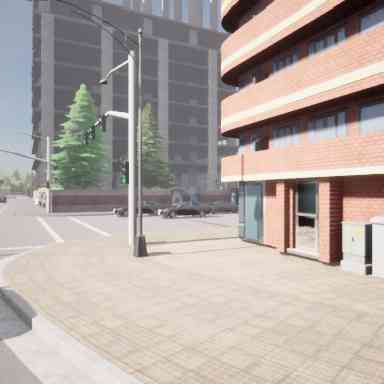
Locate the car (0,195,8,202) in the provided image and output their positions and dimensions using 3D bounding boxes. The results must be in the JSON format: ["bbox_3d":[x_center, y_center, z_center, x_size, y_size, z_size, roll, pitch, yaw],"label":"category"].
[{"bbox_3d":[-42.553,1.487,74.788,1.837,1.490,4.892,0,0,-27],"label":"car"}]

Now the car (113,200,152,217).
[{"bbox_3d":[-4.962,1.543,31.531,4.902,1.511,2.128,0,0,-27],"label":"car"}]

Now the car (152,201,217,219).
[{"bbox_3d":[-0.654,1.543,29.781,4.902,1.511,2.128,0,0,-27],"label":"car"}]

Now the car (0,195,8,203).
[{"bbox_3d":[-38.017,1.584,65.938,1.895,1.301,4.718,0,0,-27],"label":"car"}]

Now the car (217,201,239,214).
[{"bbox_3d":[2.998,1.616,35.541,4.181,1.385,1.994,0,0,-27],"label":"car"}]
